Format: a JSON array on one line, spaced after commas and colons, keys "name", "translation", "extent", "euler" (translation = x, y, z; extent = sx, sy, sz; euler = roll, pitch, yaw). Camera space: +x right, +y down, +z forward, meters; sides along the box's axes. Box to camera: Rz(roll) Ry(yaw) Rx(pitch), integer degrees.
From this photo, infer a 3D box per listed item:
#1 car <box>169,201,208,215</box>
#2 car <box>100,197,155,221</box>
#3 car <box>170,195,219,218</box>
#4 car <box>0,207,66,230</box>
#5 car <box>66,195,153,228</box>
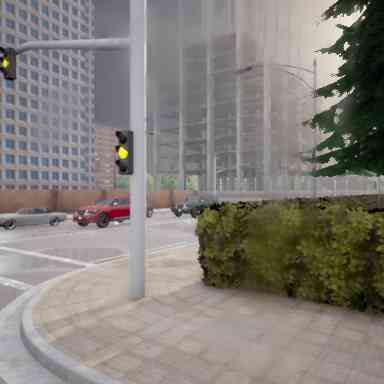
[{"name": "car", "translation": [-0.300, 1.650, 36.430], "extent": [1.895, 1.301, 4.718], "euler": [0, 0, 36]}, {"name": "car", "translation": [-5.525, 1.402, 29.115], "extent": [2.097, 1.767, 4.553], "euler": [0, 0, 35]}, {"name": "car", "translation": [0.539, 1.272, 31.582], "extent": [2.150, 2.045, 5.566], "euler": [0, 0, 36]}, {"name": "car", "translation": [-10.737, 1.650, 21.785], "extent": [1.895, 1.301, 4.718], "euler": [0, 0, 35]}, {"name": "car", "translation": [-5.495, 1.272, 23.153], "extent": [2.150, 2.045, 5.566], "euler": [0, 0, 33]}]
